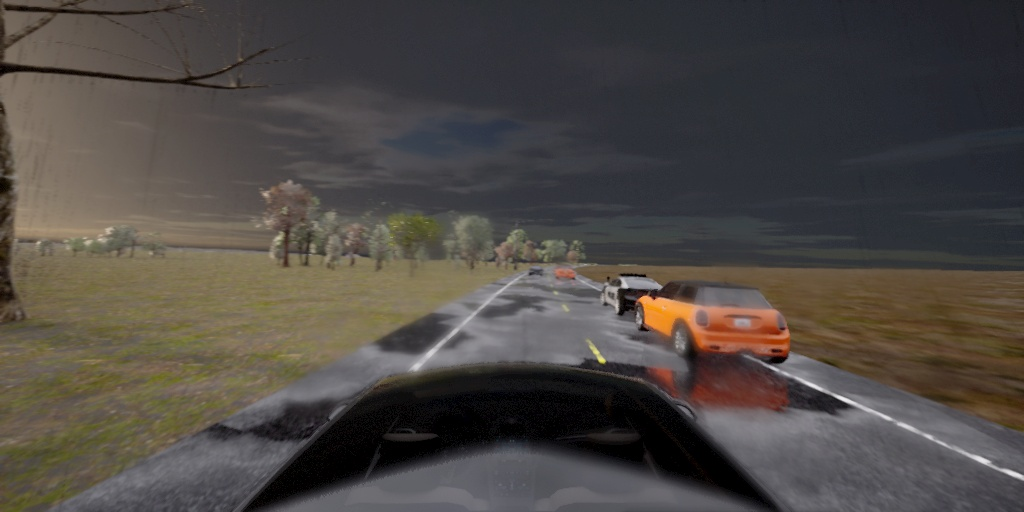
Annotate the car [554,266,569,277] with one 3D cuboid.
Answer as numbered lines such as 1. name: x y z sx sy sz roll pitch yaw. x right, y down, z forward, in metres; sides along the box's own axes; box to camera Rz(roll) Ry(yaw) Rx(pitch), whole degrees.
1. car: 7.075 2.195 51.607 1.994 1.385 4.181 2 -1 6

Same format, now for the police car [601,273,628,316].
1. police car: 5.138 1.560 15.476 1.930 1.638 5.238 2 -1 4

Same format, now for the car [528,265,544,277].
1. car: 3.184 1.963 47.388 2.033 1.411 5.357 2 -1 6

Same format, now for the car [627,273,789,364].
1. car: 4.783 1.399 9.368 2.097 1.767 4.553 2 -1 3

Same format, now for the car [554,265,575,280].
1. car: 6.220 1.837 41.830 2.097 1.767 4.553 2 -1 6
